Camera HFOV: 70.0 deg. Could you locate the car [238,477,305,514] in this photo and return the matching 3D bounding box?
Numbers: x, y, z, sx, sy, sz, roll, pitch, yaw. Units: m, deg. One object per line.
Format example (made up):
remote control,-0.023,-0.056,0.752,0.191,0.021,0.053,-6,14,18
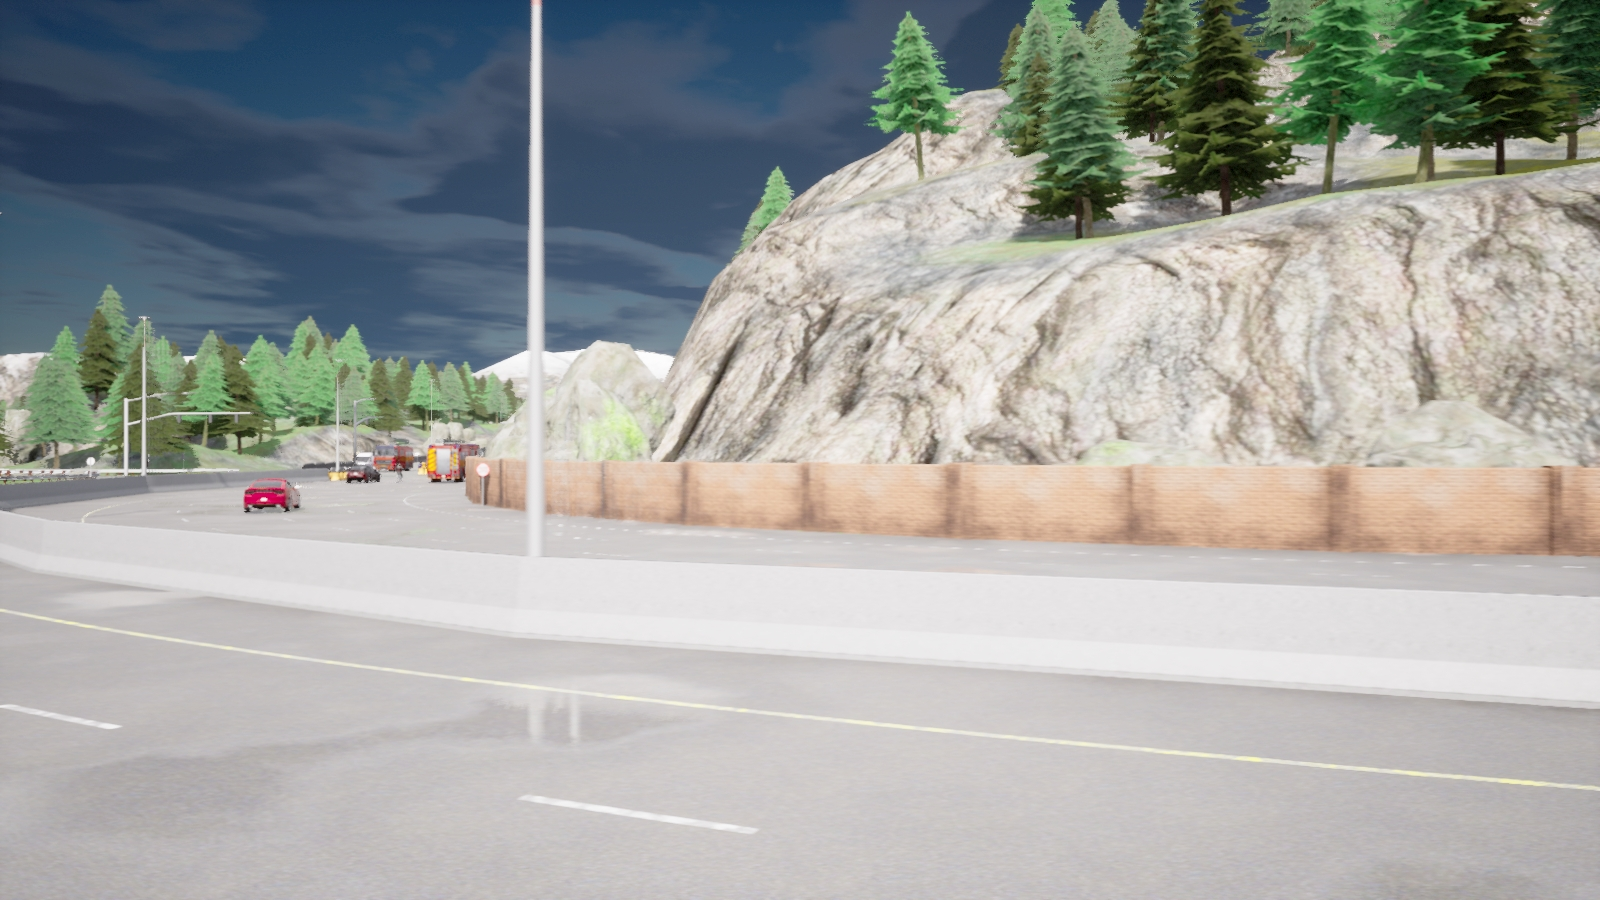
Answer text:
car,-24.779,2.084,53.768,2.097,1.535,5.006,0,0,-16
